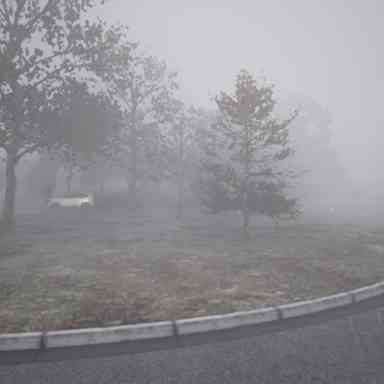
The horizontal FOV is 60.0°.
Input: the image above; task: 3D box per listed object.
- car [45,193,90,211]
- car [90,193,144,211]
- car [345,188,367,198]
[{"bbox_3d":[-14.225,1.077,39.030,5.566,2.045,2.150,0,0,-24],"label":"car"},{"bbox_3d":[-8.242,1.131,37.788,5.566,2.045,2.150,1,0,-9],"label":"car"},{"bbox_3d":[25.132,0.110,50.954,2.033,1.411,5.357,0,6,41],"label":"car"}]
